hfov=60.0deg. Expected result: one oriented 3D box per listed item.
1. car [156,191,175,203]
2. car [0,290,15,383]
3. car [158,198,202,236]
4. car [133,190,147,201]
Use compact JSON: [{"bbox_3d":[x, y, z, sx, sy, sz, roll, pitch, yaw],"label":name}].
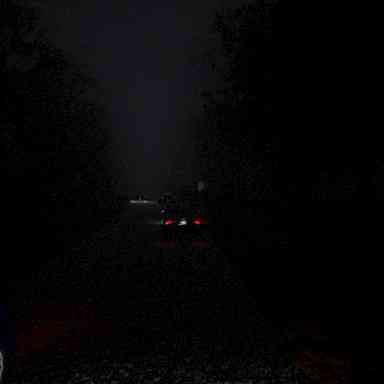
[{"bbox_3d":[-2.919,0.664,37.942,1.812,1.442,4.674,1,1,-8],"label":"car"},{"bbox_3d":[-2.914,1.496,2.066,1.812,1.442,4.674,1,0,-1],"label":"car"},{"bbox_3d":[-0.554,1.294,16.831,2.033,1.411,5.357,0,2,-4],"label":"car"},{"bbox_3d":[-7.110,0.456,45.261,2.033,1.411,5.357,1,1,-10],"label":"car"}]
